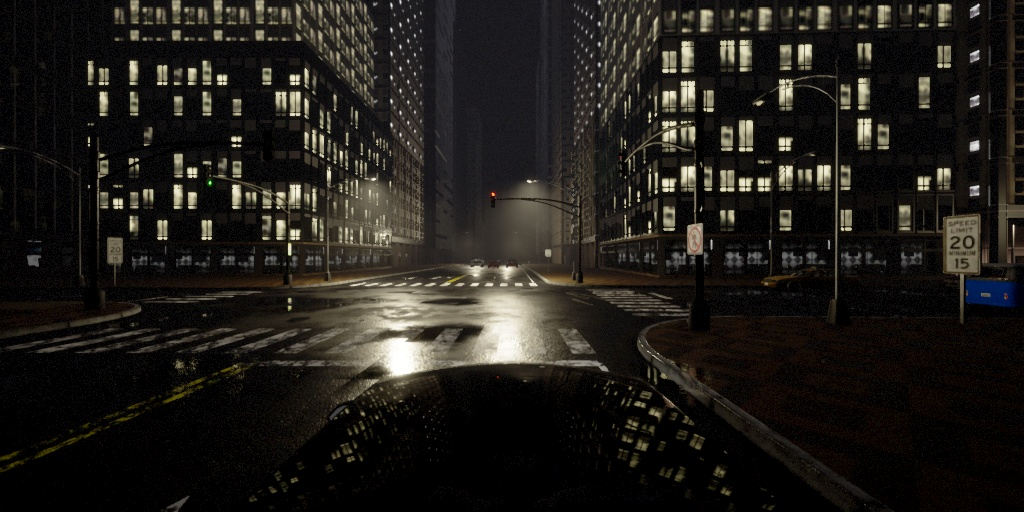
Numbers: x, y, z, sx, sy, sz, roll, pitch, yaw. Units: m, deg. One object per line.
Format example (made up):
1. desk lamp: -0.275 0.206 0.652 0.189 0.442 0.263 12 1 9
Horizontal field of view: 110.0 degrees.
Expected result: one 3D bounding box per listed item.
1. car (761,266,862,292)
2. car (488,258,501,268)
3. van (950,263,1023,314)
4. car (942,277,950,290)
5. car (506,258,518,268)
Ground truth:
1. car: 17.091 1.293 20.603 4.829 1.417 1.751 0 0 2
2. car: -3.240 1.460 63.220 1.895 1.301 4.718 0 0 0
3. van: 18.360 1.119 12.431 3.998 1.789 1.690 0 0 2
4. car: 26.925 1.356 20.117 4.207 1.307 1.802 0 0 2
5. car: 0.011 1.213 63.577 2.097 1.767 4.553 0 0 0
